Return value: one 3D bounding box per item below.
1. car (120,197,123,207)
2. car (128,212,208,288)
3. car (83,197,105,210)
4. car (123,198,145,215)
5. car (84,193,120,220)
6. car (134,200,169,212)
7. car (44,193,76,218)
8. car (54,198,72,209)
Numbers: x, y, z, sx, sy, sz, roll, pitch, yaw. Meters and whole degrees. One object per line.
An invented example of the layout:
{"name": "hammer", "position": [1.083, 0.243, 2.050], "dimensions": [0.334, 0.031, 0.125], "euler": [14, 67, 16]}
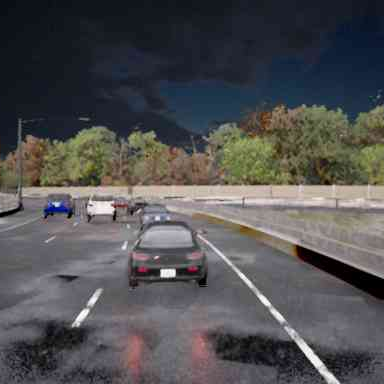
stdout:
{"name": "car", "position": [-9.612, 1.407, 44.012], "dimensions": [1.994, 1.385, 4.181], "euler": [0, 0, -23]}
{"name": "car", "position": [-0.664, 1.491, 9.109], "dimensions": [1.812, 1.442, 4.674], "euler": [0, 0, -4]}
{"name": "car", "position": [-12.170, 1.404, 41.188], "dimensions": [2.033, 1.411, 5.357], "euler": [0, 0, -23]}
{"name": "car", "position": [-5.403, 1.386, 32.890], "dimensions": [1.837, 1.490, 4.892], "euler": [0, 0, -17]}
{"name": "car", "position": [-7.321, 1.127, 27.176], "dimensions": [2.150, 2.045, 5.566], "euler": [0, 0, -15]}
{"name": "car", "position": [-2.347, 1.471, 20.685], "dimensions": [2.033, 1.411, 5.357], "euler": [0, 0, -11]}
{"name": "car", "position": [-11.432, 1.126, 28.951], "dimensions": [2.150, 2.045, 5.566], "euler": [0, 1, -16]}
{"name": "car", "position": [-16.713, 1.455, 42.895], "dimensions": [1.895, 1.301, 4.718], "euler": [0, 0, -24]}
